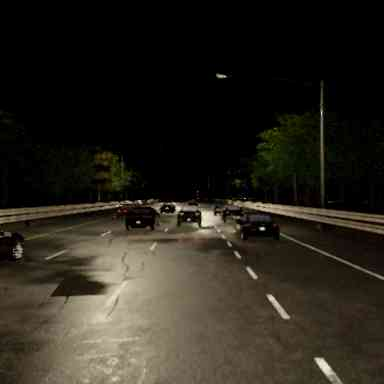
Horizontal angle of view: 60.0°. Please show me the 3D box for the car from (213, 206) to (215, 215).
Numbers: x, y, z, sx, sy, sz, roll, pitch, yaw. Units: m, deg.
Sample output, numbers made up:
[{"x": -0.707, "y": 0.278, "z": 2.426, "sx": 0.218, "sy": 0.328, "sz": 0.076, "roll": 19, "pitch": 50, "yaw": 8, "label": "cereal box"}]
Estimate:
[{"x": 3.556, "y": 2.097, "z": 40.639, "sx": 2.033, "sy": 1.411, "sz": 5.357, "roll": 0, "pitch": -1, "yaw": 0, "label": "car"}]

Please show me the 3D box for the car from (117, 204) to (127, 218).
[{"x": -6.853, "y": 2.043, "z": 36.563, "sx": 2.033, "sy": 1.411, "sz": 5.357, "roll": 0, "pitch": -1, "yaw": 0, "label": "car"}]

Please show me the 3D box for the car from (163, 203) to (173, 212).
[{"x": -3.332, "y": 2.196, "z": 46.776, "sx": 1.994, "sy": 1.385, "sz": 4.181, "roll": 0, "pitch": -1, "yaw": 0, "label": "car"}]

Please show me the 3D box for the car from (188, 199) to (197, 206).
[{"x": 0.132, "y": 2.667, "z": 84.920, "sx": 2.128, "sy": 1.511, "sz": 4.902, "roll": 0, "pitch": -1, "yaw": 0, "label": "car"}]

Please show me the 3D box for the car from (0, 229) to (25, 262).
[{"x": -6.897, "y": 1.642, "z": 10.004, "sx": 1.837, "sy": 1.490, "sz": 4.892, "roll": 0, "pitch": -1, "yaw": 0, "label": "car"}]

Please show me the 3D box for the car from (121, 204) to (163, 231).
[{"x": -3.377, "y": 1.796, "z": 23.405, "sx": 1.882, "sy": 1.535, "sz": 5.008, "roll": 0, "pitch": -1, "yaw": 0, "label": "car"}]

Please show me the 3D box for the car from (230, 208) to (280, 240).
[{"x": 3.519, "y": 1.818, "z": 18.641, "sx": 1.994, "sy": 1.385, "sz": 4.181, "roll": 0, "pitch": -1, "yaw": 0, "label": "car"}]

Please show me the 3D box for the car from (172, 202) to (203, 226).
[{"x": -0.154, "y": 1.856, "z": 26.762, "sx": 2.128, "sy": 1.511, "sz": 4.902, "roll": 0, "pitch": -1, "yaw": 1, "label": "car"}]

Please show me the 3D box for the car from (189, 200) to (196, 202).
[{"x": 0.112, "y": 2.538, "z": 73.212, "sx": 1.994, "sy": 1.385, "sz": 4.181, "roll": 0, "pitch": -1, "yaw": 0, "label": "car"}]

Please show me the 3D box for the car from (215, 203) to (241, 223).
[{"x": 3.537, "y": 1.895, "z": 29.641, "sx": 2.128, "sy": 1.511, "sz": 4.902, "roll": 0, "pitch": -1, "yaw": 0, "label": "car"}]
